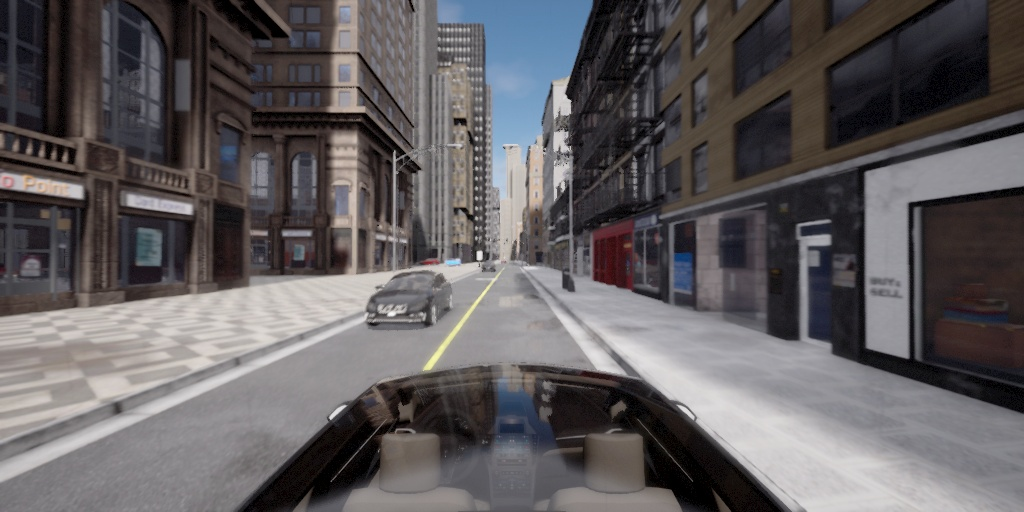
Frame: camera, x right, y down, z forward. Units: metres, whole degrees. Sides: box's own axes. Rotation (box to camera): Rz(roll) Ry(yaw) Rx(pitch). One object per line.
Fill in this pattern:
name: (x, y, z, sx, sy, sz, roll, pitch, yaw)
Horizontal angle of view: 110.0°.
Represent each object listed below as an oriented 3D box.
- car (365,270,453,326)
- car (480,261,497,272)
car: (-3.108, 1.256, 11.693, 1.837, 1.490, 4.892, 0, 0, 0)
car: (-3.117, 1.403, 48.480, 1.837, 1.490, 4.892, 0, 0, 0)
